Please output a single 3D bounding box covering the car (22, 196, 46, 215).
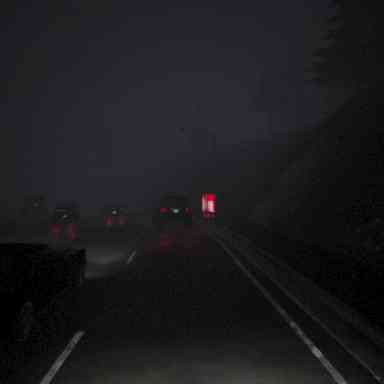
[{"bbox_3d":[-17.240,1.411,36.396,2.150,2.045,5.566,0,0,-27],"label":"car"}]

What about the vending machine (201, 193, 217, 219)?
[{"bbox_3d":[1.429,1.161,27.963,1.100,2.100,0.880,-1,0,-14],"label":"vending machine"}]

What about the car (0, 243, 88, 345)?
[{"bbox_3d":[-3.478,1.640,6.348,1.895,1.301,4.718,-1,0,-3],"label":"car"}]

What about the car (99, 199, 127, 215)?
[{"bbox_3d":[-8.493,1.684,34.672,1.895,1.301,4.718,-1,0,-23],"label":"car"}]

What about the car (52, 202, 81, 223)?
[{"bbox_3d":[-10.162,1.600,27.103,2.128,1.511,4.902,0,0,-16],"label":"car"}]

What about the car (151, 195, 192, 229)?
[{"bbox_3d":[-1.437,1.225,22.250,2.150,2.045,5.566,0,0,-11],"label":"car"}]
